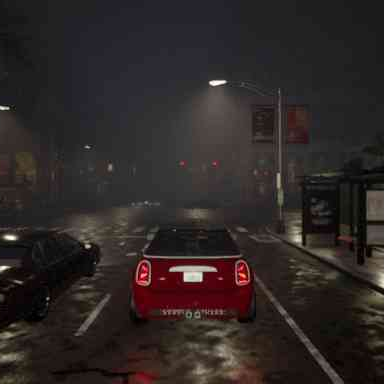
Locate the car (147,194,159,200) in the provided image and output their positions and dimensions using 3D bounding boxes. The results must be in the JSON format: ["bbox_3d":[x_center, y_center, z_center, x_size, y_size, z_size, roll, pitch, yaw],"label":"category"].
[{"bbox_3d":[-10.634,1.352,90.128,2.097,1.767,4.553,0,0,9],"label":"car"}]

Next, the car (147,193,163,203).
[{"bbox_3d":[-7.761,1.475,69.961,1.882,1.535,5.008,0,0,-1],"label":"car"}]

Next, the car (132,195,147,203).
[{"bbox_3d":[-11.258,1.352,69.655,2.097,1.767,4.553,0,0,-1],"label":"car"}]

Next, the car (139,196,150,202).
[{"bbox_3d":[-11.369,1.592,79.829,1.895,1.301,4.718,0,0,-1],"label":"car"}]

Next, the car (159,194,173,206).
[{"bbox_3d":[-4.201,1.545,56.425,2.033,1.411,5.357,0,0,-5],"label":"car"}]

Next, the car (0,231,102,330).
[{"bbox_3d":[-3.494,1.547,7.141,2.033,1.411,5.357,0,0,0],"label":"car"}]

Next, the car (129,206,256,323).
[{"bbox_3d":[0.006,1.352,7.348,2.097,1.767,4.553,0,0,0],"label":"car"}]

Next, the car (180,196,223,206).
[{"bbox_3d":[1.131,1.545,41.753,5.357,1.411,2.033,0,0,-17],"label":"car"}]
